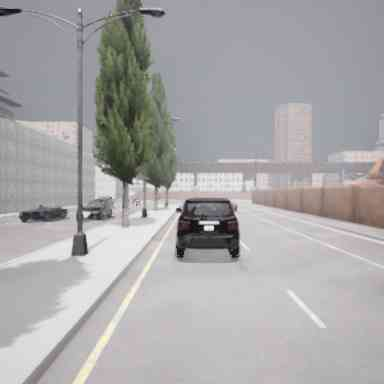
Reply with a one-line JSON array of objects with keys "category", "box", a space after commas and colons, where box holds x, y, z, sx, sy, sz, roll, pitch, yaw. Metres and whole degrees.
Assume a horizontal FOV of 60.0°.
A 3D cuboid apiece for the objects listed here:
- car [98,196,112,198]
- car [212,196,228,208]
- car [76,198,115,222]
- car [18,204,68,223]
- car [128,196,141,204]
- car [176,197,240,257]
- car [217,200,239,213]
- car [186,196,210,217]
[{"category": "car", "box": [-11.037, 1.268, 42.014, 1.837, 1.490, 4.892, 0, 0, 0]}, {"category": "car", "box": [3.980, 1.439, 48.436, 1.882, 1.535, 5.008, 0, 0, 0]}, {"category": "car", "box": [-7.646, 1.467, 26.470, 2.128, 1.511, 4.902, 0, 0, 0]}, {"category": "car", "box": [-11.151, 1.576, 25.265, 1.895, 1.301, 4.718, 0, 0, 0]}, {"category": "car", "box": [-7.537, 1.102, 42.010, 1.812, 1.442, 4.674, 0, 0, 0]}, {"category": "car", "box": [0.532, 1.211, 13.042, 2.150, 2.045, 5.566, 0, 0, 0]}, {"category": "car", "box": [3.958, 1.572, 37.284, 1.895, 1.301, 4.718, 0, 0, 0]}, {"category": "car", "box": [0.553, 1.327, 31.645, 2.097, 1.767, 4.553, 0, 0, 0]}]
